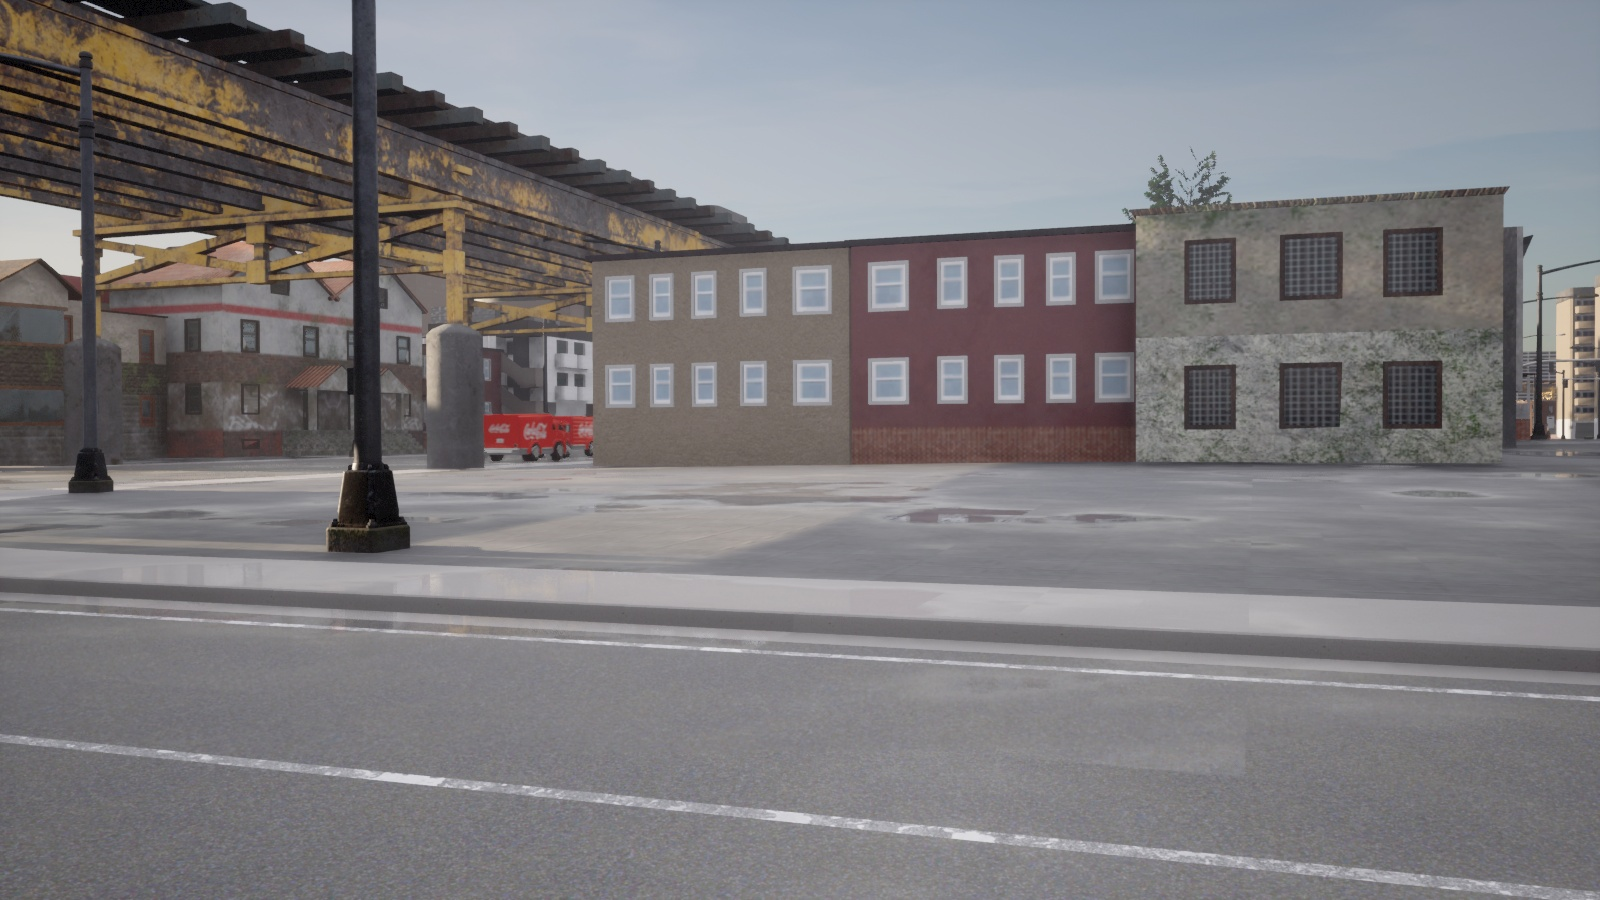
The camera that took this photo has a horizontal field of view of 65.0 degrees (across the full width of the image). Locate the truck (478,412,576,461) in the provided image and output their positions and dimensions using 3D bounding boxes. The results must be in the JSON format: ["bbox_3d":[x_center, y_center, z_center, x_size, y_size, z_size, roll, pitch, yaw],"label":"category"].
[{"bbox_3d":[-14.147,-0.754,65.465,2.627,2.467,5.204,1,2,20],"label":"truck"}]

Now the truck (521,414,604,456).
[{"bbox_3d":[-14.222,-0.923,75.525,2.627,2.467,5.204,1,1,20],"label":"truck"}]
